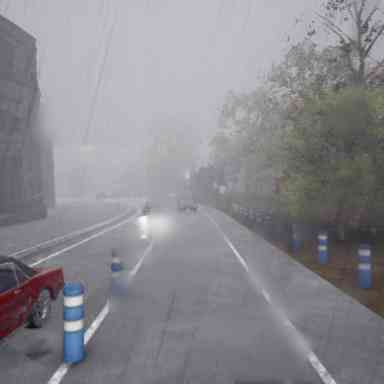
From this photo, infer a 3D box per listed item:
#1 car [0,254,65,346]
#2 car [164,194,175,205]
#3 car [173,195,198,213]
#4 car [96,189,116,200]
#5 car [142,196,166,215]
[{"bbox_3d":[-3.352,1.556,4.152,1.895,1.301,4.718,0,-2,0],"label":"car"},{"bbox_3d":[-3.042,0.934,46.066,1.812,1.442,4.674,-2,2,-16],"label":"car"},{"bbox_3d":[-0.614,1.342,34.345,1.895,1.301,4.718,-1,2,-6],"label":"car"},{"bbox_3d":[-17.307,0.455,66.407,2.150,2.045,5.566,-5,3,-39],"label":"car"},{"bbox_3d":[-3.735,1.422,32.398,1.895,1.301,4.718,0,1,-4],"label":"car"}]
